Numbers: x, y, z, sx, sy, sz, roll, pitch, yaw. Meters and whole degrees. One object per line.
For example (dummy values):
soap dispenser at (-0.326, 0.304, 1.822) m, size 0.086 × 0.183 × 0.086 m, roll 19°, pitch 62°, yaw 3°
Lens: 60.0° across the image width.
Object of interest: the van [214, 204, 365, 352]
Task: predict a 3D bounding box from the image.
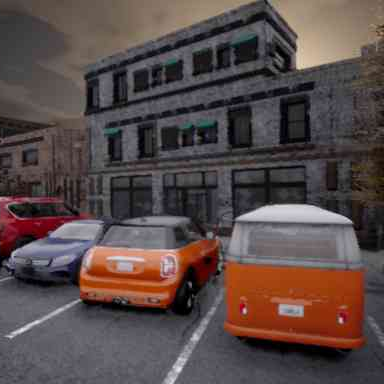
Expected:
van at (1.829, 1.253, 6.283) m, size 1.878 × 1.987 × 4.442 m, roll 0°, pitch -1°, yaw 16°

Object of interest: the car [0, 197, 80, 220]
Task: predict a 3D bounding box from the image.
car at (-5.357, 1.200, 11.310) m, size 2.435 × 2.045 × 5.566 m, roll 0°, pitch -1°, yaw 16°

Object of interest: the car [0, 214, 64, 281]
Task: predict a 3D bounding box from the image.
car at (-2.973, 1.499, 9.575) m, size 2.002 × 1.452 × 4.674 m, roll 1°, pitch 0°, yaw 16°

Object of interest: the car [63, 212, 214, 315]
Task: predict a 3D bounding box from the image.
car at (-0.598, 1.341, 7.844) m, size 2.185 × 1.767 × 4.553 m, roll 0°, pitch -1°, yaw 16°
